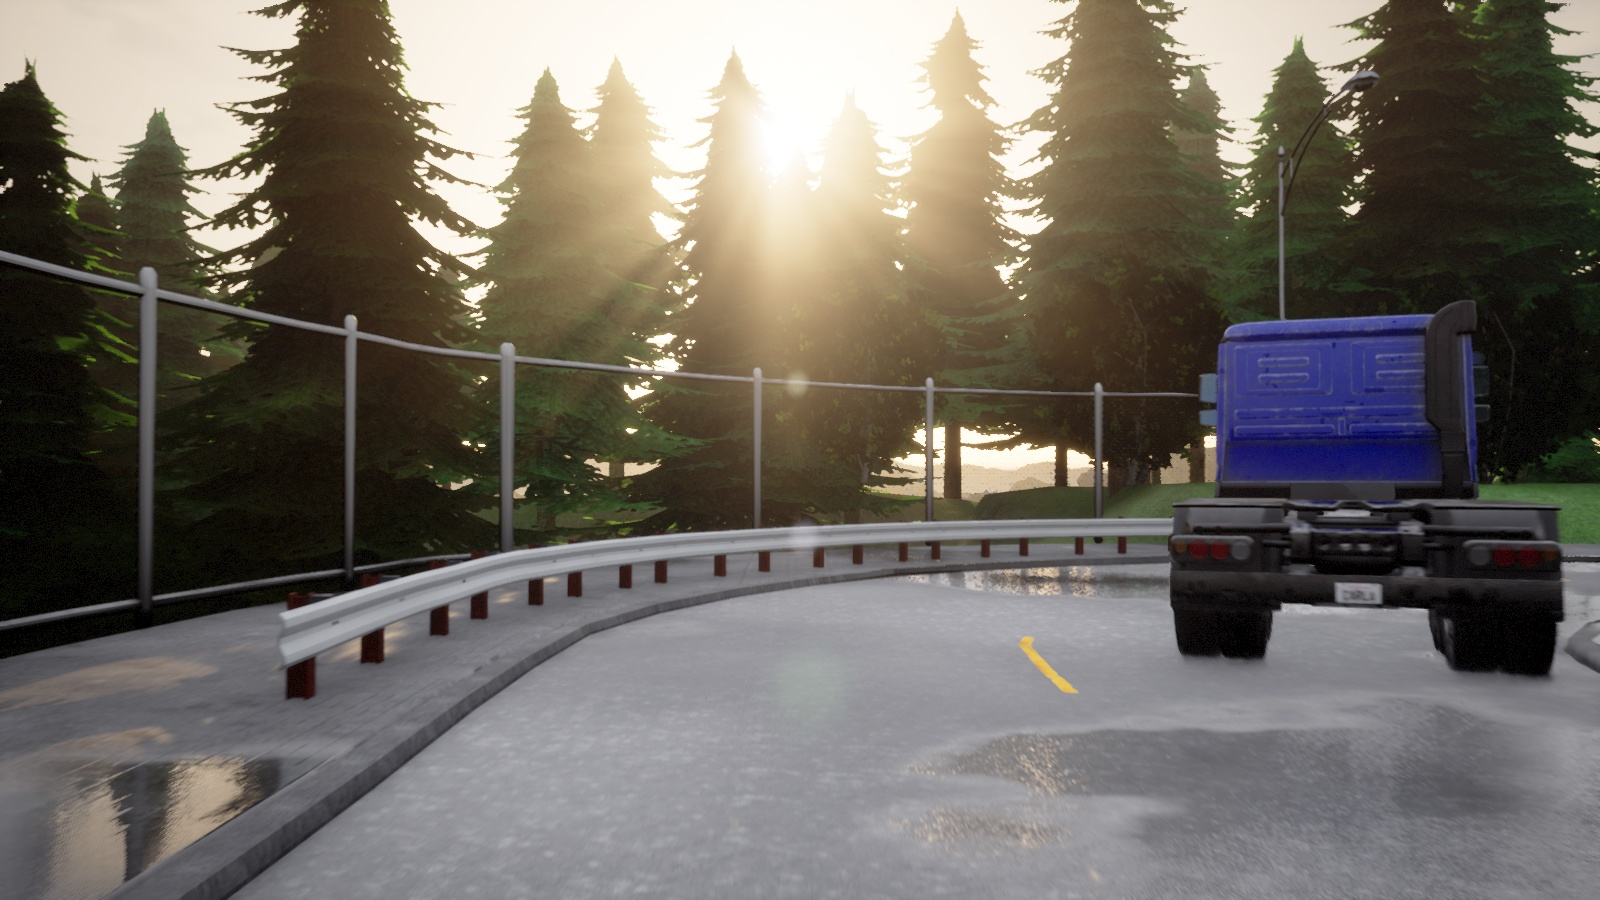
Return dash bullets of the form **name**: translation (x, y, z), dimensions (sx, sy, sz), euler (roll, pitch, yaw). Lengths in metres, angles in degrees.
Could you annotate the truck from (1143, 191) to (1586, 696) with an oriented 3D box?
- **truck**: translation (5.564, 0.026, 12.821), dimensions (2.891, 3.462, 7.936), euler (-1, -1, 23)
